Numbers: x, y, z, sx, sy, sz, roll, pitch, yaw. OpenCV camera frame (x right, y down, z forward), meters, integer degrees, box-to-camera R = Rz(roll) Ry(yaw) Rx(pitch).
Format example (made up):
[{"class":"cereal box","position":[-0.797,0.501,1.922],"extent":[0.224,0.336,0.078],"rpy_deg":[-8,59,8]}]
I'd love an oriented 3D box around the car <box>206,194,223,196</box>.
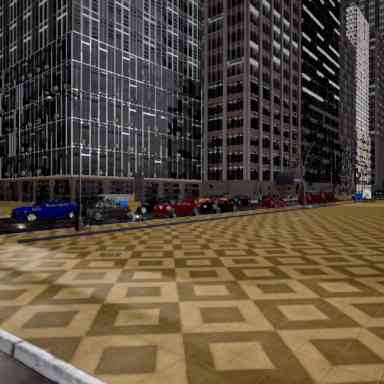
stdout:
[{"class":"car","position":[2.255,1.033,40.095],"extent":[2.097,1.767,4.553],"rpy_deg":[0,0,42]}]

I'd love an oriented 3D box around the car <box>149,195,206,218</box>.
[{"class":"car","position":[-1.116,1.241,27.101],"extent":[1.967,1.590,4.097],"rpy_deg":[1,1,41]}]

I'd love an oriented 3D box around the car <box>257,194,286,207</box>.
[{"class":"car","position":[10.880,1.120,45.388],"extent":[1.837,1.490,4.892],"rpy_deg":[0,1,41]}]

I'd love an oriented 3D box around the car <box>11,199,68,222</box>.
[{"class":"car","position":[-10.787,1.319,24.899],"extent":[1.882,1.535,5.008],"rpy_deg":[0,1,41]}]

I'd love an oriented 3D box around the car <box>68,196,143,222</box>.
[{"class":"car","position":[-6.408,1.336,25.120],"extent":[1.837,1.490,4.892],"rpy_deg":[0,1,41]}]

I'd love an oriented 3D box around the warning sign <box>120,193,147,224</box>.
[{"class":"warning sign","position":[-3.620,0.977,20.725],"extent":[1.300,1.860,1.060],"rpy_deg":[0,0,41]}]

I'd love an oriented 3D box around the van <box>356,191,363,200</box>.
[{"class":"van","position":[35.765,0.683,70.410],"extent":[1.690,1.788,3.998],"rpy_deg":[1,1,41]}]

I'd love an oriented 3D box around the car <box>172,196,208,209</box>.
[{"class":"car","position":[-0.178,1.219,41.295],"extent":[1.887,1.381,4.507],"rpy_deg":[1,1,41]}]

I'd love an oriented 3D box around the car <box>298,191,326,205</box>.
[{"class":"car","position":[17.278,0.885,48.793],"extent":[2.192,1.841,5.009],"rpy_deg":[1,1,41]}]

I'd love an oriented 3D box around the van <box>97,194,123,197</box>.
[{"class":"van","position":[-7.657,1.107,32.719],"extent":[1.690,1.788,3.998],"rpy_deg":[1,1,41]}]

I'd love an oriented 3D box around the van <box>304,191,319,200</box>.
[{"class":"van","position":[25.711,0.695,71.549],"extent":[1.690,1.788,3.998],"rpy_deg":[1,1,41]}]

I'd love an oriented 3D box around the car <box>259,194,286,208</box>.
[{"class":"car","position":[9.882,1.244,40.151],"extent":[1.802,1.307,4.206],"rpy_deg":[1,1,41]}]

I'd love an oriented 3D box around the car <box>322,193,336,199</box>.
[{"class":"car","position":[33.106,0.829,80.200],"extent":[1.947,1.339,4.313],"rpy_deg":[1,1,41]}]

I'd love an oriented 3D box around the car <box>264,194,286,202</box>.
[{"class":"car","position":[14.618,1.057,58.582],"extent":[1.947,1.339,4.313],"rpy_deg":[1,1,41]}]

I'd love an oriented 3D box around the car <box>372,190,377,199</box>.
[{"class":"car","position":[39.461,0.848,74.737],"extent":[2.008,1.369,4.403],"rpy_deg":[1,1,41]}]

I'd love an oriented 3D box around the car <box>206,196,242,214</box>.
[{"class":"car","position":[2.538,1.320,31.462],"extent":[1.947,1.339,4.313],"rpy_deg":[1,1,41]}]

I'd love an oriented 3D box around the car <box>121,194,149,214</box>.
[{"class":"car","position":[-4.149,1.236,32.661],"extent":[1.882,1.535,5.008],"rpy_deg":[0,1,41]}]

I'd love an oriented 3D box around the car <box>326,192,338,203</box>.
[{"class":"car","position":[20.975,0.840,53.116],"extent":[2.192,1.841,5.009],"rpy_deg":[1,1,41]}]

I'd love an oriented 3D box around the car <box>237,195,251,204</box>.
[{"class":"car","position":[7.222,1.148,49.935],"extent":[1.947,1.339,4.313],"rpy_deg":[1,1,41]}]

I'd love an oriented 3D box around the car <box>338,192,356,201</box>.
[{"class":"car","position":[28.480,0.957,61.895],"extent":[1.752,1.417,4.829],"rpy_deg":[1,1,41]}]
